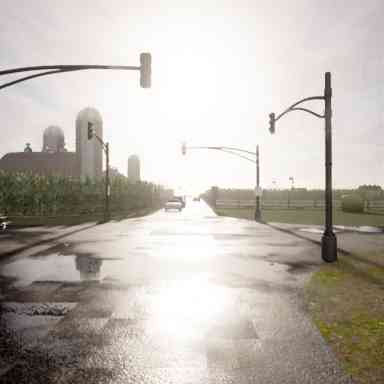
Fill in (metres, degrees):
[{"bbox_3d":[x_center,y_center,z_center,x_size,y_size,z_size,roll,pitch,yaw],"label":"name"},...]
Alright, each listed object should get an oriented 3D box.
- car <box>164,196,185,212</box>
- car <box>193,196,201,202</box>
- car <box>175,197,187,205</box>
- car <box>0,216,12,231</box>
[{"bbox_3d":[-2.197,1.564,40.094,1.812,1.442,4.674,0,0,1],"label":"car"},{"bbox_3d":[1.093,1.723,80.184,1.895,1.301,4.718,0,0,1],"label":"car"},{"bbox_3d":[-1.951,1.620,60.102,2.033,1.411,5.357,0,0,1],"label":"car"},{"bbox_3d":[-11.859,1.493,16.840,4.718,1.301,1.895,1,-1,-13],"label":"car"}]
